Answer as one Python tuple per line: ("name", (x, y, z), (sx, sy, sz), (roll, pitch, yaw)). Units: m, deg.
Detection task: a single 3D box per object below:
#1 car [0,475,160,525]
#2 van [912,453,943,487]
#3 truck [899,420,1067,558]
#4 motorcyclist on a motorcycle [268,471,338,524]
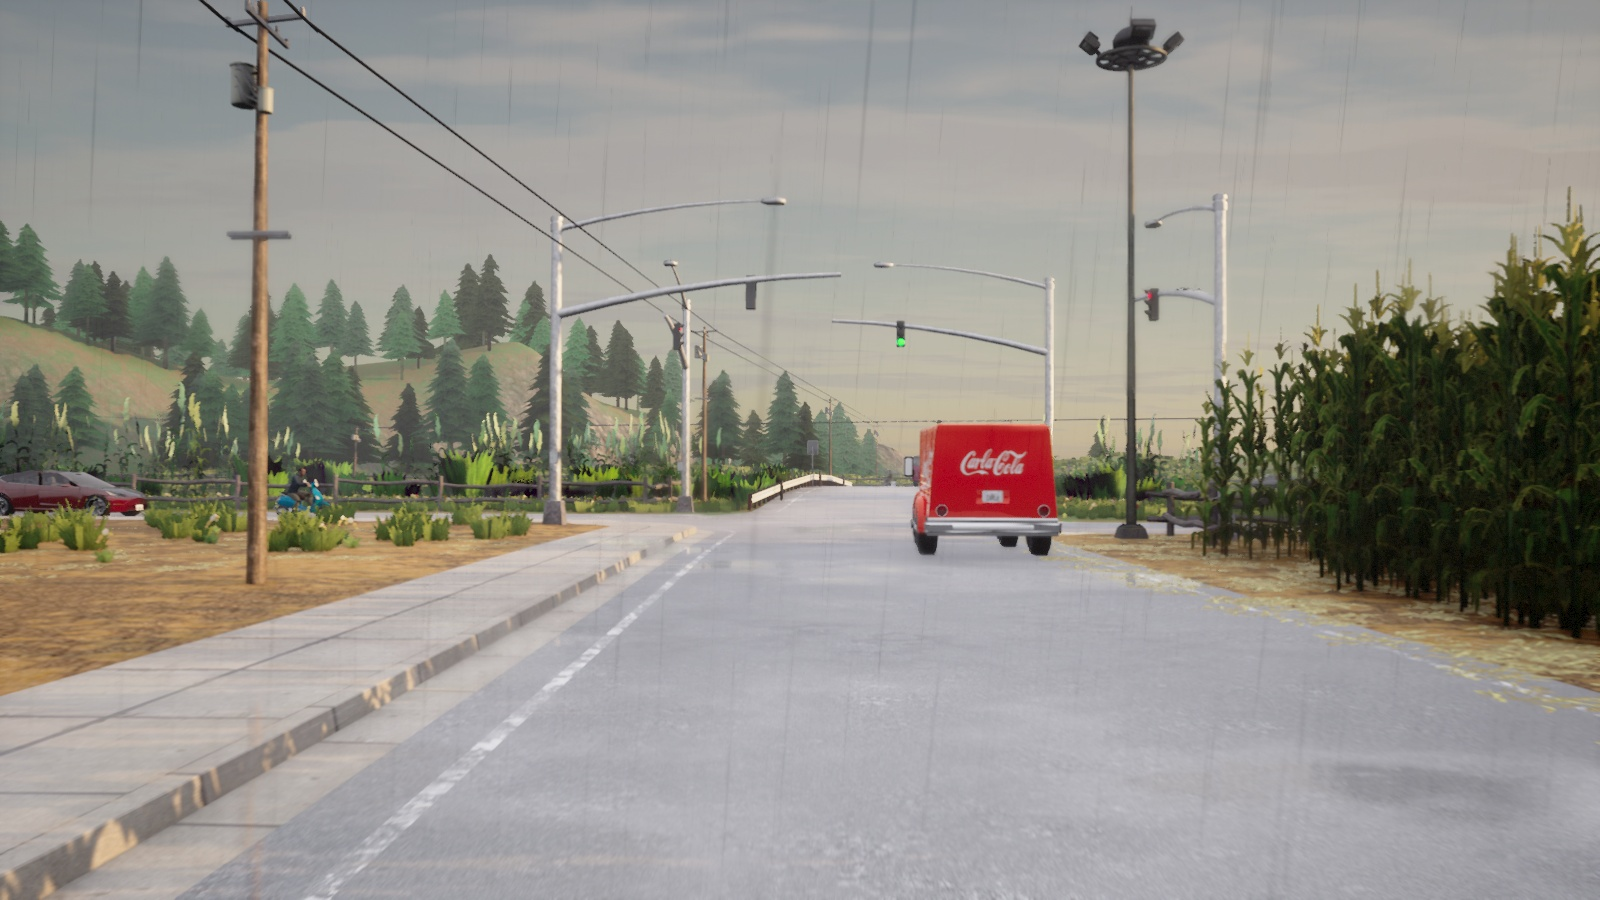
("car", (-22.874, 1.537, 39.098), (4.792, 1.488, 2.163), (0, -1, 3))
("van", (8.001, 1.283, 78.370), (1.775, 1.987, 4.442), (0, -3, 8))
("truck", (3.485, 0.743, 25.151), (2.627, 2.467, 5.204), (0, -1, 1))
("motorcyclist on a motorcycle", (-15.317, 1.454, 38.730), (1.817, 1.590, 0.866), (0, -1, 3))
